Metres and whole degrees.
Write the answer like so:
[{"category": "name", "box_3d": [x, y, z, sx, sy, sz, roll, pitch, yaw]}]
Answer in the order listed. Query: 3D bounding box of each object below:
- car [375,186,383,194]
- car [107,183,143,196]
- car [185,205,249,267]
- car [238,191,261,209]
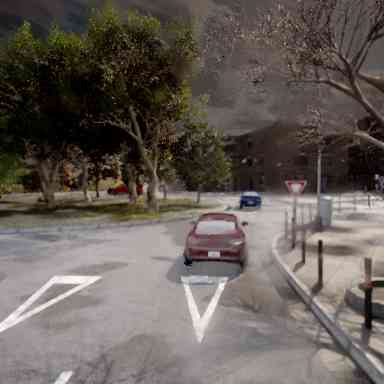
[{"category": "car", "box_3d": [32.466, -0.508, 54.642, 2.185, 1.767, 4.553, -1, 2, -18]}, {"category": "car", "box_3d": [-10.515, -0.405, 52.283, 5.566, 2.045, 2.150, 0, 2, 12]}, {"category": "car", "box_3d": [0.884, 1.425, 11.052, 1.812, 1.442, 4.674, 0, 1, 7]}, {"category": "car", "box_3d": [5.408, 0.663, 31.325, 1.882, 1.535, 5.008, 1, 2, 7]}]
